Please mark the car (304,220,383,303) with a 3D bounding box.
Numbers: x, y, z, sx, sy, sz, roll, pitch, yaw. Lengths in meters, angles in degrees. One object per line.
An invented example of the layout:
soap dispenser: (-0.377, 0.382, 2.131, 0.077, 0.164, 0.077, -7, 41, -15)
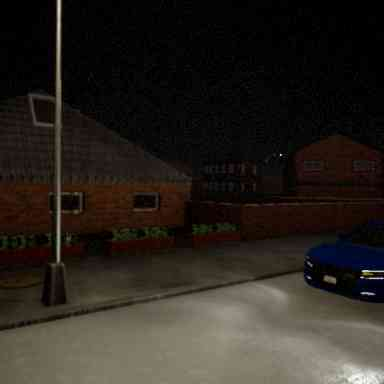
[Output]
car: (4.725, 1.416, 7.741, 5.008, 1.535, 1.882, 0, 1, -34)
